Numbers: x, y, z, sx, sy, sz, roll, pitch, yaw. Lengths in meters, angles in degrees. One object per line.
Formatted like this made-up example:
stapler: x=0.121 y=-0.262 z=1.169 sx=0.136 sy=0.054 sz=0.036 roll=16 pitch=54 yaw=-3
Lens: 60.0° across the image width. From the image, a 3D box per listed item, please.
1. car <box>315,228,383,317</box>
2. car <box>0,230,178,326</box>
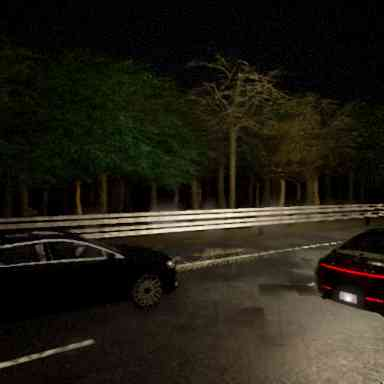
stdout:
car: x=4.602 y=1.498 z=6.919 sx=4.892 sy=1.490 sz=1.837 roll=0 pitch=0 yaw=-34
car: x=-2.563 y=1.475 z=6.199 sx=4.902 sy=1.511 sz=2.128 roll=0 pitch=0 yaw=-35
